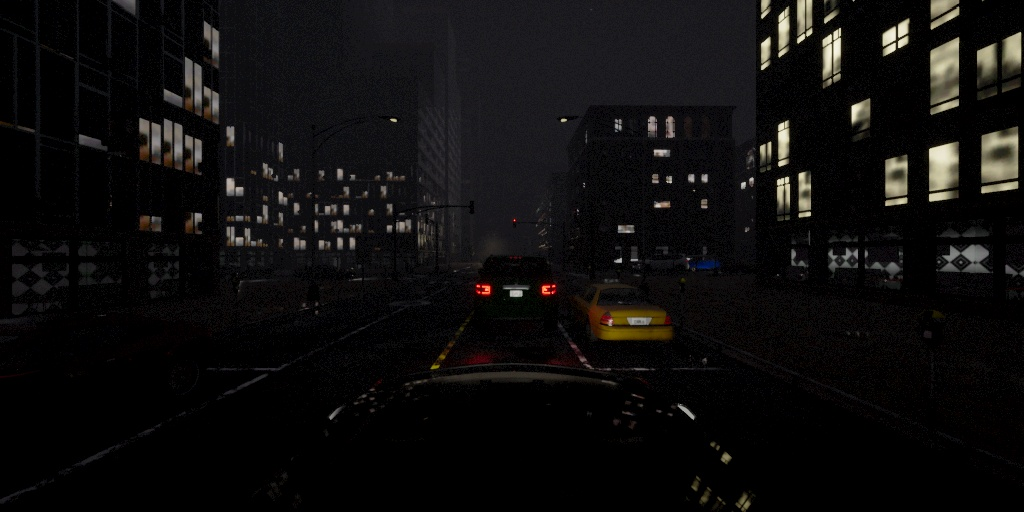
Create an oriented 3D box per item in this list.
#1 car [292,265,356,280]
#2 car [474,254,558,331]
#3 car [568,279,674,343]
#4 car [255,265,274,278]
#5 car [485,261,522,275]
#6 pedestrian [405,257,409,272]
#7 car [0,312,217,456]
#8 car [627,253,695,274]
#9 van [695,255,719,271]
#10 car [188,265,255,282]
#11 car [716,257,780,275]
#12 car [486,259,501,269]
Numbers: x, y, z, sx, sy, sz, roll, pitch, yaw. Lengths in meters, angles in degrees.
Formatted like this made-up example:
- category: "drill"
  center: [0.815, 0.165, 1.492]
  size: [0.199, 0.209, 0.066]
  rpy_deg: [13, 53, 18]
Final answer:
- category: "car"
  center: [-17.719, 1.514, 33.907]
  size: [5.357, 1.411, 2.033]
  rpy_deg: [-1, 0, -1]
- category: "car"
  center: [0.090, 0.971, 11.072]
  size: [2.150, 2.045, 5.566]
  rpy_deg: [0, 0, 0]
- category: "car"
  center: [2.558, 1.275, 9.519]
  size: [1.751, 1.417, 4.829]
  rpy_deg: [0, 0, 0]
- category: "car"
  center: [-28.436, 1.648, 39.143]
  size: [4.403, 1.370, 2.007]
  rpy_deg: [0, 0, -1]
- category: "car"
  center: [-1.032, 1.286, 39.889]
  size: [2.033, 1.411, 5.357]
  rpy_deg: [-1, 0, -26]
- category: "pedestrian"
  center: [-12.387, 1.020, 42.342]
  size: [0.375, 1.860, 0.375]
  rpy_deg: [0, 1, -1]
- category: "car"
  center: [-5.317, 1.332, 3.783]
  size: [1.802, 1.307, 4.207]
  rpy_deg: [0, 0, 0]
- category: "car"
  center: [15.401, 0.755, 37.271]
  size: [5.566, 2.045, 2.150]
  rpy_deg: [-1, 0, -1]
- category: "van"
  center: [20.945, 0.800, 39.800]
  size: [3.998, 1.789, 1.690]
  rpy_deg: [0, 0, -1]
- category: "car"
  center: [-27.533, 1.602, 33.773]
  size: [4.892, 1.490, 1.837]
  rpy_deg: [-1, 0, -1]
- category: "car"
  center: [21.060, 1.019, 31.921]
  size: [4.507, 1.381, 1.888]
  rpy_deg: [0, 0, -1]
- category: "car"
  center: [-2.880, 1.245, 56.226]
  size: [2.128, 1.511, 4.902]
  rpy_deg: [0, 0, 0]
